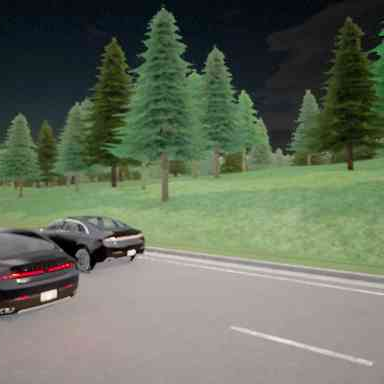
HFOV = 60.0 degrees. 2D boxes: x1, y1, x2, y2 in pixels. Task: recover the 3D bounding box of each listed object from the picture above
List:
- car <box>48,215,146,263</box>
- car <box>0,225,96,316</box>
[{"bbox_3d":[-3.702,1.530,10.939,4.902,1.511,2.128,0,0,36],"label":"car"},{"bbox_3d":[-4.450,1.538,7.175,4.892,1.490,1.837,0,0,36],"label":"car"}]
